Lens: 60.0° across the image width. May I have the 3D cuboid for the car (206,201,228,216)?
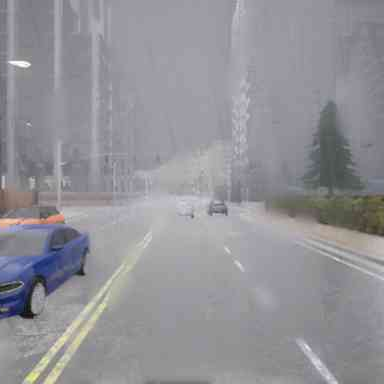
[{"bbox_3d":[2.598,1.644,34.951,2.128,1.511,4.902,0,0,-2],"label":"car"}]

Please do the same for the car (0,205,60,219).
[{"bbox_3d":[-7.498,1.420,15.247,2.097,1.767,4.553,0,0,-1],"label":"car"}]

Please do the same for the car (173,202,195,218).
[{"bbox_3d":[-0.816,1.664,31.649,1.812,1.442,4.674,0,0,-2],"label":"car"}]

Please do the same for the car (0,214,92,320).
[{"bbox_3d":[-3.782,1.512,7.655,1.882,1.535,5.008,0,0,-2],"label":"car"}]
